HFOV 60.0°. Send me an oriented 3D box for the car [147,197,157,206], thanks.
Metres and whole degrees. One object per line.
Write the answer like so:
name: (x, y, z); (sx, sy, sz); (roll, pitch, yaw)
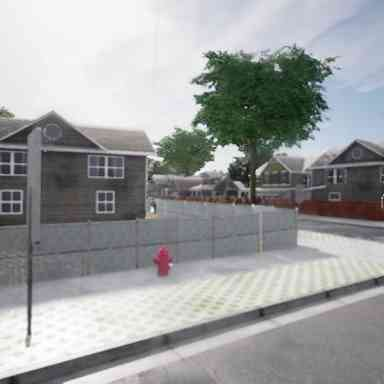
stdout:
car: (-6.694, 1.682, 55.783); (1.837, 1.490, 4.892); (1, 0, -22)
